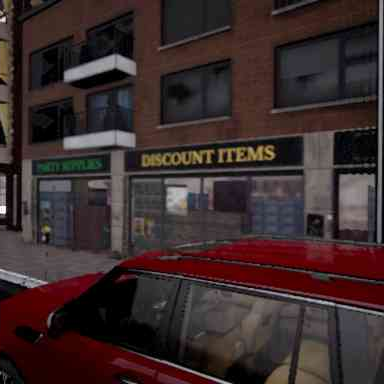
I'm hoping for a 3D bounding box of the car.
[{"bbox_3d":[0.266,1.307,2.675,5.009,1.841,2.192,0,0,35],"label":"car"}]
